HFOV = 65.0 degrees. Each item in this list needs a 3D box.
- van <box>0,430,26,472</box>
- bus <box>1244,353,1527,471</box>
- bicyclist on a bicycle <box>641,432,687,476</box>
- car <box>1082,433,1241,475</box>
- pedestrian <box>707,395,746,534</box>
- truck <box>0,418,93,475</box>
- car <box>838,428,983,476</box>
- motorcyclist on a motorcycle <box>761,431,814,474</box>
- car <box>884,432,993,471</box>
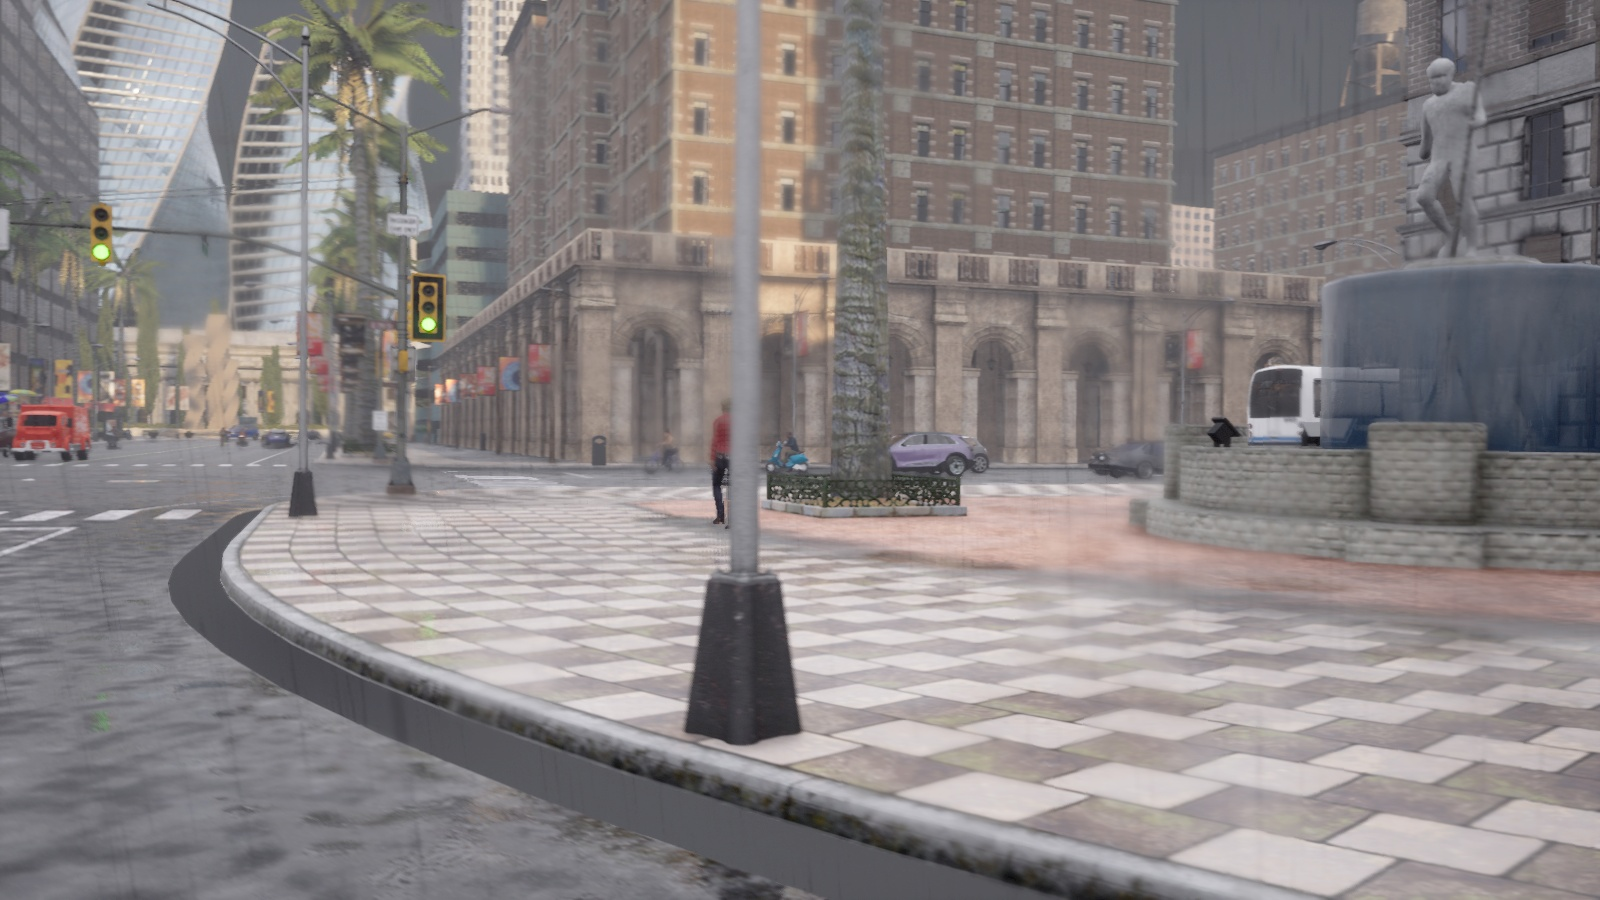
[{"bbox_3d":[-39.236,0.046,61.105,1.775,1.987,4.442,-1,1,-20],"label":"van"},{"bbox_3d":[22.850,-1.445,49.018,10.273,4.253,3.944,-1,1,-20],"label":"bus"},{"bbox_3d":[-4.994,0.134,46.142,1.509,1.612,0.866,-1,1,-20],"label":"bicyclist on a bicycle"},{"bbox_3d":[13.078,0.105,45.422,5.357,1.411,2.033,-1,1,-20],"label":"car"},{"bbox_3d":[-0.996,0.185,16.971,0.331,1.846,0.636,-1,1,-21],"label":"pedestrian"},{"bbox_3d":[-33.930,-0.183,56.731,2.627,2.467,5.204,-1,1,-20],"label":"truck"},{"bbox_3d":[4.036,0.057,45.833,4.856,1.649,2.033,-1,1,-21],"label":"car"},{"bbox_3d":[-0.470,0.092,47.891,1.817,1.590,0.866,-1,1,-20],"label":"motorcyclist on a motorcycle"},{"bbox_3d":[5.516,0.027,50.105,3.806,1.475,1.970,-1,1,-20],"label":"car"}]
